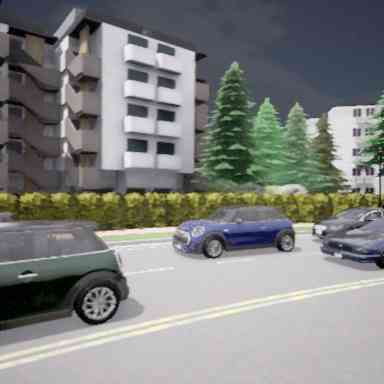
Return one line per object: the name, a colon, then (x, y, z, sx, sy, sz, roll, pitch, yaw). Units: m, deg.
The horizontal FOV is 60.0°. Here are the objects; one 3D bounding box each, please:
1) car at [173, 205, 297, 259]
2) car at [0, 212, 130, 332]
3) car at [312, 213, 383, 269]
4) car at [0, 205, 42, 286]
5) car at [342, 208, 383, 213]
car: (1.593, 1.307, 12.418, 4.553, 1.767, 2.097, 0, 0, -24)
car: (-3.434, 1.303, 5.494, 4.553, 1.767, 2.097, 0, 0, -33)
car: (6.934, 1.544, 10.962, 5.357, 1.411, 2.033, 0, 0, -20)
car: (-6.174, 1.276, 7.797, 4.553, 1.767, 2.097, 0, 0, -34)
car: (7.818, 1.477, 15.117, 4.902, 1.511, 2.128, 0, 0, -17)
